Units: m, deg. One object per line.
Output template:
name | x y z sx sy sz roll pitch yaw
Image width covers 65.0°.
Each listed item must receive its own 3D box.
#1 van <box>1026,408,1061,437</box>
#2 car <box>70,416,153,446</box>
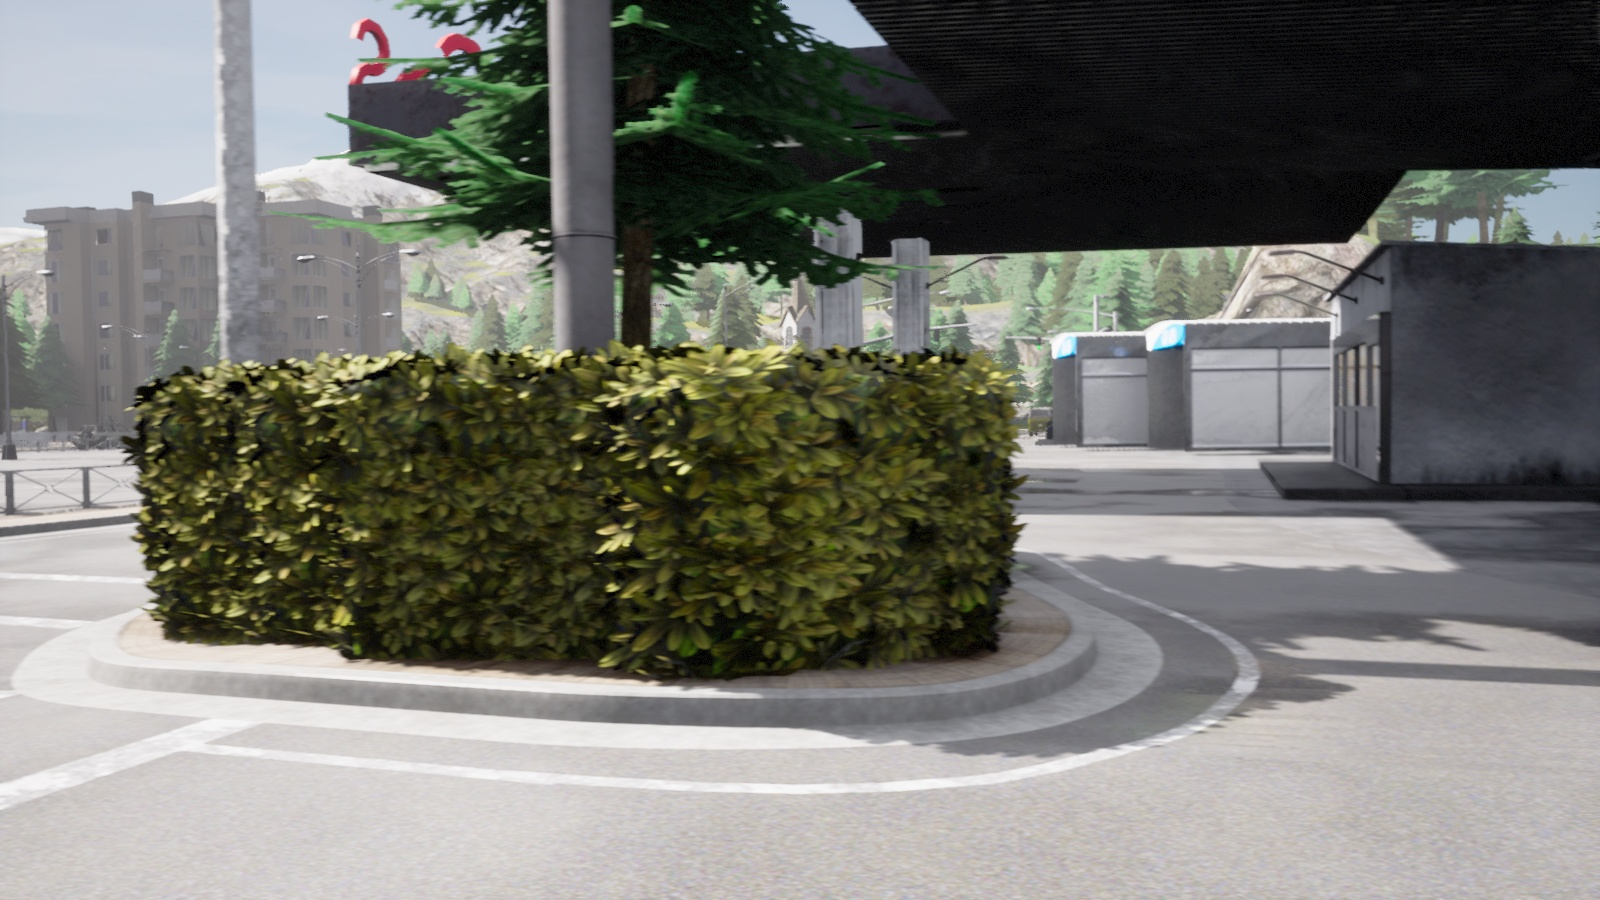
van | 16.843 -1.929 86.808 1.775 1.987 4.442 0 2 19
car | -44.616 -1.244 81.500 1.932 1.855 4.605 0 2 19
